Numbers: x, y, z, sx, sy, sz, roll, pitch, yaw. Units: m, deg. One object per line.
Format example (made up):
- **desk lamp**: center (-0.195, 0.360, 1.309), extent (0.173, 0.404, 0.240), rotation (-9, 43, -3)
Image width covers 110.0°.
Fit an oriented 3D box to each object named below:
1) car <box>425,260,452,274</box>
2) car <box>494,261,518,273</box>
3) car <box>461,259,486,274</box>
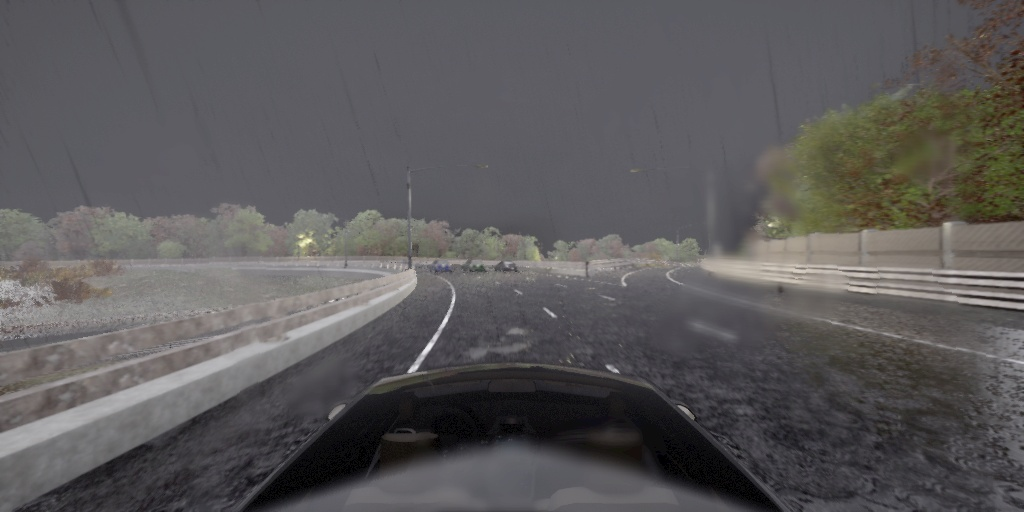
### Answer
- **car**: center (-9.150, 1.267, 45.411), extent (2.097, 1.767, 4.553), rotation (-1, 0, -23)
- **car**: center (-0.770, 1.287, 43.494), extent (1.812, 1.442, 4.674), rotation (-1, 0, -21)
- **car**: center (-4.793, 1.187, 44.060), extent (2.097, 1.767, 4.553), rotation (-1, 0, -22)
